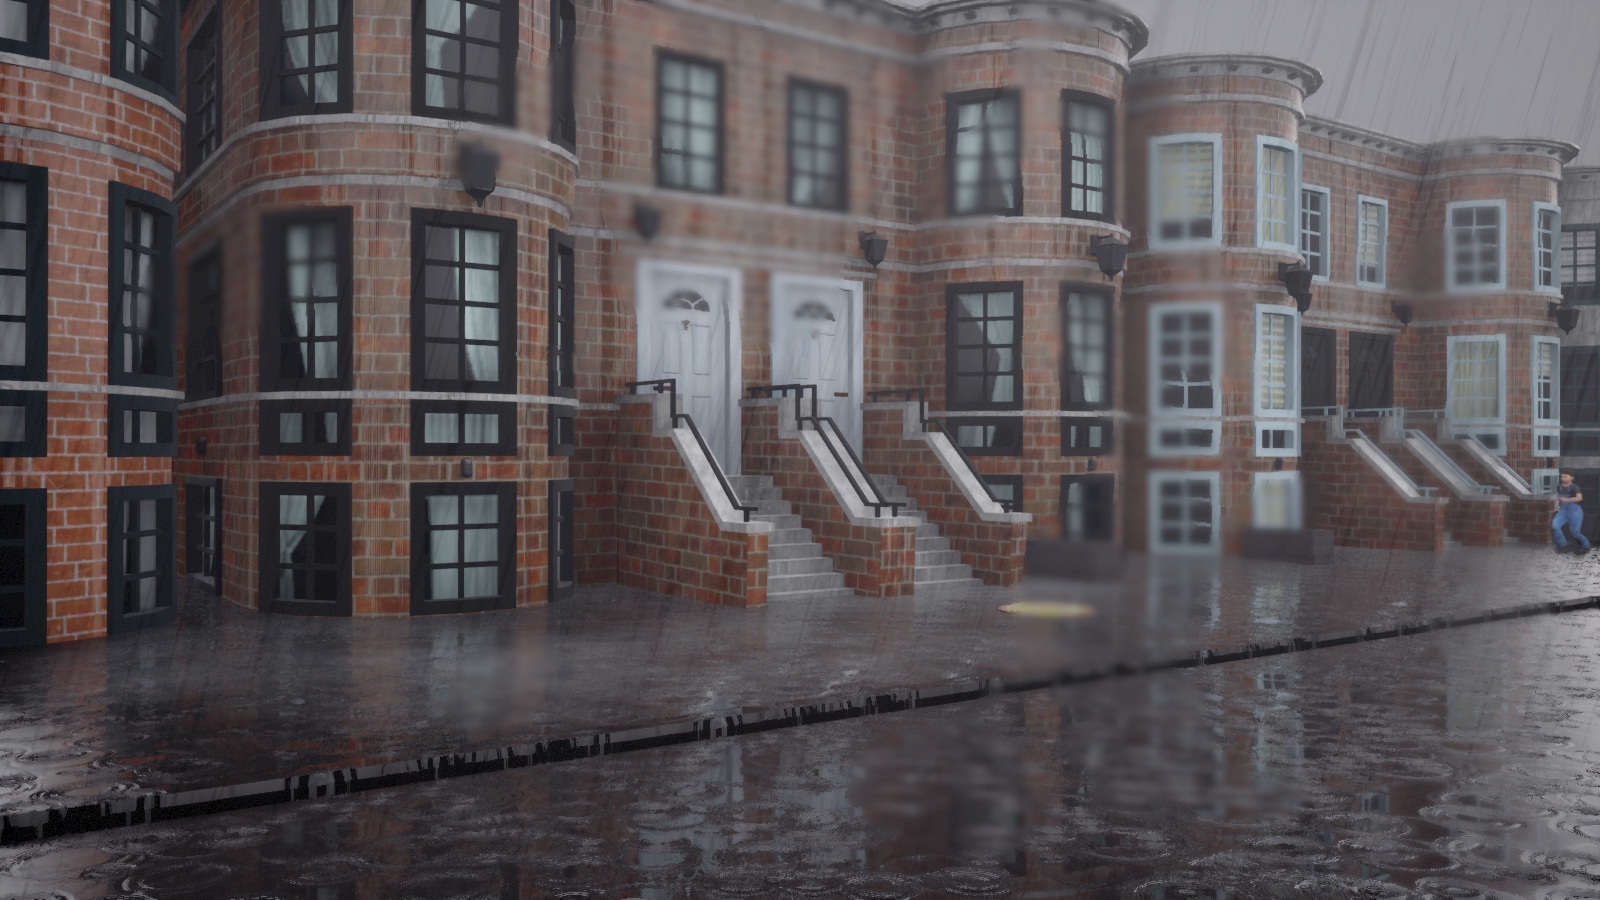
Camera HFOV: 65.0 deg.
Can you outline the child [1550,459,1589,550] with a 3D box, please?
[{"bbox_3d":[10.796,0.755,17.627,0.437,1.263,0.270,0,0,-26],"label":"child"}]
